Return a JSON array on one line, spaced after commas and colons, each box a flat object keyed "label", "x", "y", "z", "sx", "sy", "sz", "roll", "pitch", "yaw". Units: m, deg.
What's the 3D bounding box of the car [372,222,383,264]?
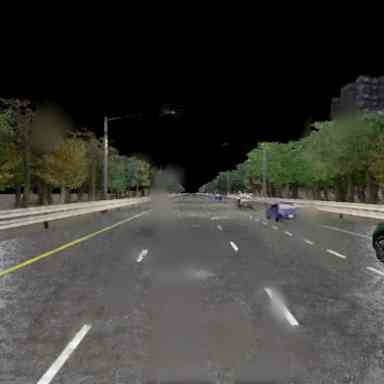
[{"label": "car", "x": 7.001, "y": 1.225, "z": 8.594, "sx": 2.150, "sy": 2.045, "sz": 5.566, "roll": 0, "pitch": 0, "yaw": 0}]

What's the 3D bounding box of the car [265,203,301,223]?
[{"label": "car", "x": 7.020, "y": 1.552, "z": 25.871, "sx": 1.812, "sy": 1.442, "sz": 4.674, "roll": 0, "pitch": 0, "yaw": 0}]

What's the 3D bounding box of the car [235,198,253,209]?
[{"label": "car", "x": 7.080, "y": 1.574, "z": 45.707, "sx": 1.812, "sy": 1.442, "sz": 4.674, "roll": 0, "pitch": 0, "yaw": 0}]

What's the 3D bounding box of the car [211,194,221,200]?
[{"label": "car", "x": 7.303, "y": 1.567, "z": 94.888, "sx": 1.882, "sy": 1.535, "sz": 5.008, "roll": 0, "pitch": 0, "yaw": 0}]
